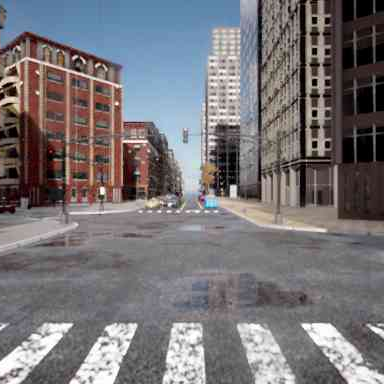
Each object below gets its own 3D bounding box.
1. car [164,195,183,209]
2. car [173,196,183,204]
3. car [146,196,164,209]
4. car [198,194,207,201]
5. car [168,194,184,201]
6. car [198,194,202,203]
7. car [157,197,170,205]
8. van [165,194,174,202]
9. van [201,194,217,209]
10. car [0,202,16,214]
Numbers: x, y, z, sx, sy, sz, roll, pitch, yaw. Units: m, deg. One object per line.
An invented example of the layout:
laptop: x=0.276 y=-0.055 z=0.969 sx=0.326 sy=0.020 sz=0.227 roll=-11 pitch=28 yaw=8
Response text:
car: x=-2.811 y=1.504 z=45.981 sx=2.128 sy=1.511 sz=4.902 roll=0 pitch=0 yaw=2
car: x=-2.773 y=1.573 z=66.435 sx=1.812 sy=1.442 sz=4.674 roll=0 pitch=0 yaw=1
car: x=-5.311 y=1.537 z=45.621 sx=1.752 sy=1.417 sz=4.829 roll=0 pitch=0 yaw=0
car: x=2.568 y=1.406 z=84.659 sx=2.192 sy=1.841 sz=5.009 roll=0 pitch=0 yaw=0
car: x=-2.814 y=1.505 z=56.134 sx=1.882 sy=1.535 sz=5.008 roll=0 pitch=0 yaw=0
car: x=2.569 y=1.595 z=68.000 sx=1.887 sy=1.381 sz=4.507 roll=0 pitch=0 yaw=0
car: x=-5.311 y=1.605 z=62.449 sx=1.947 sy=1.339 sz=4.313 roll=0 pitch=0 yaw=0
van: x=-5.310 y=1.417 z=79.105 sx=1.690 sy=1.788 sz=3.998 roll=0 pitch=0 yaw=0
van: x=2.570 y=1.353 z=45.791 sx=1.690 sy=1.788 sz=3.998 roll=0 pitch=0 yaw=0
car: x=-21.145 y=1.763 z=36.464 sx=4.718 sy=1.301 sz=1.895 roll=-1 pitch=-1 yaw=41
